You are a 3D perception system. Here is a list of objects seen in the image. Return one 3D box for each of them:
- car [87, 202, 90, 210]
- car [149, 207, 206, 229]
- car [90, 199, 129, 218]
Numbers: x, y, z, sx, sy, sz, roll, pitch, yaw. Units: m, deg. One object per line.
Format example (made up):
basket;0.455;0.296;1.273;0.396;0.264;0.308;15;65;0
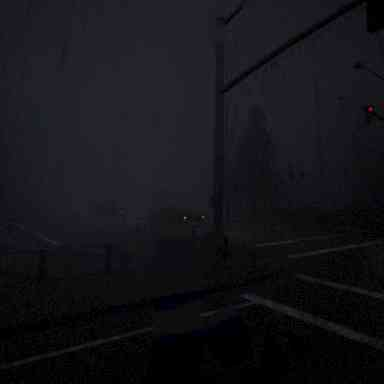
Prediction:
car;-12.605;1.662;45.059;1.882;1.535;5.008;1;0;-36
car;-1.119;1.748;23.347;1.895;1.301;4.718;1;0;-36
car;-7.829;1.637;32.472;2.128;1.511;4.902;1;-1;-36
